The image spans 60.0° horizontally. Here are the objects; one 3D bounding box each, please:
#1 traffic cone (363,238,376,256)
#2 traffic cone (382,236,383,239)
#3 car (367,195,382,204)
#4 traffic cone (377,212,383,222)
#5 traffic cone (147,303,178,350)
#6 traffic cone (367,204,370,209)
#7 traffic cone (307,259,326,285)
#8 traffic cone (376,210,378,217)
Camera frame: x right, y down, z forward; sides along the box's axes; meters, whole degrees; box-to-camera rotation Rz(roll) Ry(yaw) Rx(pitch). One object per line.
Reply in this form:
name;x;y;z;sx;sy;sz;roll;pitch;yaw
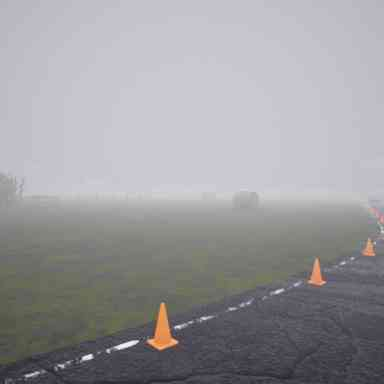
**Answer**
traffic cone;6.246;1.924;11.722;0.340;0.580;0.340;0;0;39
traffic cone;9.085;1.912;15.553;0.340;0.580;0.340;0;0;34
car;32.572;1.268;59.361;1.882;1.535;5.008;0;0;20
traffic cone;13.719;1.885;23.995;0.340;0.580;0.340;0;0;26
traffic cone;-0.434;1.945;4.931;0.340;0.580;0.340;0;0;-40
traffic cone;20.189;1.838;37.527;0.340;0.580;0.340;0;0;26
traffic cone;3.064;1.935;8.171;0.340;0.580;0.340;0;0;45
traffic cone;15.876;1.870;28.506;0.340;0.580;0.340;0;0;26
